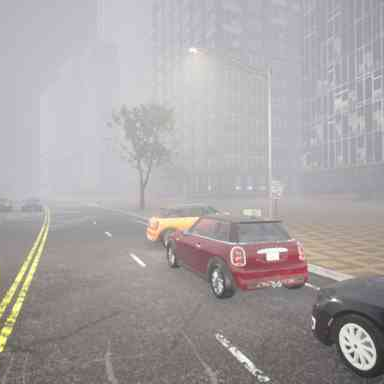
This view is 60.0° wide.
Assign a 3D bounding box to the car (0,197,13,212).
[{"bbox_3d":[-21.832,1.387,38.052,2.097,1.767,4.553,0,0,-24],"label":"car"}]

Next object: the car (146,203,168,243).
[{"bbox_3d":[0.361,1.276,14.457,4.553,1.767,2.097,-3,1,-18],"label":"car"}]

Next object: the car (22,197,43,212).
[{"bbox_3d":[-18.864,1.390,39.376,2.097,1.767,4.553,0,0,-24],"label":"car"}]

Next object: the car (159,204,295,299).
[{"bbox_3d":[0.874,1.354,8.851,2.097,1.767,4.553,0,0,-22],"label":"car"}]

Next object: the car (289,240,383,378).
[{"bbox_3d":[3.614,1.505,3.383,1.837,1.490,4.892,0,0,-36],"label":"car"}]
